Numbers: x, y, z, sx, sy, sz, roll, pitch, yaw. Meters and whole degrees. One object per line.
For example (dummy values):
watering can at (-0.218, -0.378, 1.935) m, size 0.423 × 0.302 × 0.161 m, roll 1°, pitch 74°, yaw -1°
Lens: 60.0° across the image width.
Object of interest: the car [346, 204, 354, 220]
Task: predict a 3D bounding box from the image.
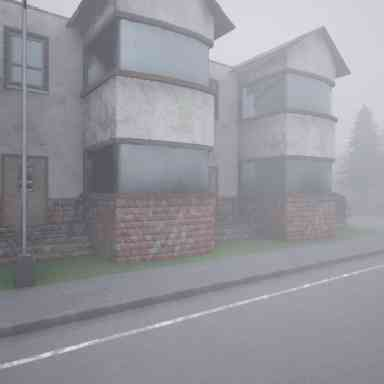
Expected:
car at (10.196, 1.239, 27.188) m, size 2.150 × 2.045 × 5.566 m, roll 0°, pitch 0°, yaw -35°
